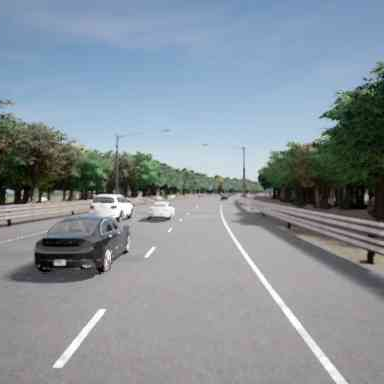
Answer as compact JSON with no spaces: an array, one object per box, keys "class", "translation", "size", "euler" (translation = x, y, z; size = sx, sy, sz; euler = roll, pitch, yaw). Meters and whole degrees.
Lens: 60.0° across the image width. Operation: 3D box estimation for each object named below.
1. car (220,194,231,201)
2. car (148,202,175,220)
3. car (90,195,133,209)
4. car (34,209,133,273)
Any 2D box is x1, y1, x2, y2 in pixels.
[{"class":"car","translation":[8.561,1.511,87.657],"size":[1.837,1.490,4.892],"euler":[0,0,9]},{"class":"car","translation":[-2.516,1.546,27.879],"size":[1.812,1.442,4.674],"euler":[0,0,3]},{"class":"car","translation":[-6.146,1.236,25.858],"size":[2.150,2.045,5.566],"euler":[0,0,3]},{"class":"car","translation":[-3.235,1.514,10.706],"size":[1.837,1.490,4.892],"euler":[0,0,1]}]
